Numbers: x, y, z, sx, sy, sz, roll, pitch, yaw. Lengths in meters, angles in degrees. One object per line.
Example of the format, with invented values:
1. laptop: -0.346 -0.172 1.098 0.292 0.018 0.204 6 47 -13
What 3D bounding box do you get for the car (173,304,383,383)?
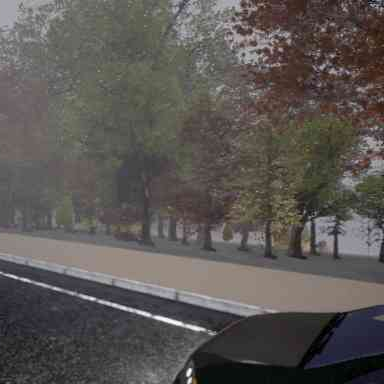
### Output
1. car: 1.847 1.563 2.367 4.181 1.385 1.994 0 0 35
